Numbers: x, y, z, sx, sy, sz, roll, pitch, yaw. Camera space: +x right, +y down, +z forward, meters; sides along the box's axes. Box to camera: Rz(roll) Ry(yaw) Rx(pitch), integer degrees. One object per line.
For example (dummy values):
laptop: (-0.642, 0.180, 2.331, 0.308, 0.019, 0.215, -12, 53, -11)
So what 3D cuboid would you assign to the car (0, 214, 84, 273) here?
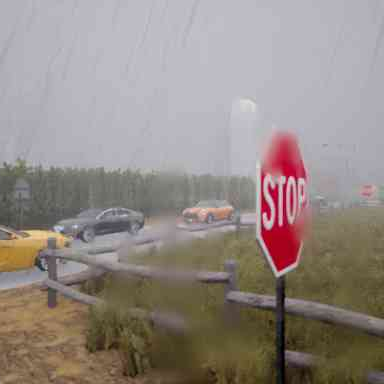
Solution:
car: (-5.790, 1.485, 8.935, 5.008, 1.535, 1.882, 0, 2, -40)

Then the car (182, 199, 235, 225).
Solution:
car: (1.254, 1.355, 24.431, 2.097, 1.767, 4.553, 0, 0, 37)

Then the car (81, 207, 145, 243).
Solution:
car: (-4.451, 1.501, 16.502, 2.128, 1.511, 4.902, 0, 0, 36)

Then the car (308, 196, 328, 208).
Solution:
car: (16.738, 1.312, 44.239, 1.837, 1.490, 4.892, 0, 1, 11)
